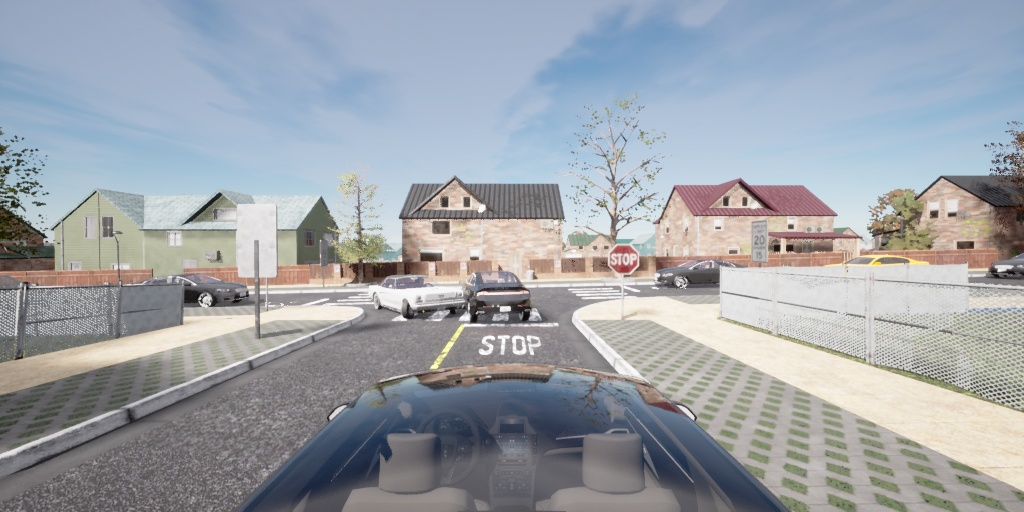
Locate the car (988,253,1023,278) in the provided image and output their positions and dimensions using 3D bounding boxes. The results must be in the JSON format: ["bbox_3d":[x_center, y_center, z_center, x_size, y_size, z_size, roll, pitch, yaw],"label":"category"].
[{"bbox_3d":[29.381,0.478,19.706,4.902,1.511,2.128,-1,1,0],"label":"car"}]

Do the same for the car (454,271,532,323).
[{"bbox_3d":[-0.689,1.243,12.219,2.128,1.511,4.902,0,0,-12],"label":"car"}]

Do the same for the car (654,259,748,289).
[{"bbox_3d":[10.326,0.926,19.630,4.902,1.511,2.128,-1,1,0],"label":"car"}]

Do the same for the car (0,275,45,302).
[{"bbox_3d":[-24.243,1.648,16.528,4.553,1.767,2.097,-1,1,0],"label":"car"}]

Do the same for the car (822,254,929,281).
[{"bbox_3d":[19.757,0.691,19.668,5.008,1.535,1.882,-1,1,-1],"label":"car"}]

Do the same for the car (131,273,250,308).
[{"bbox_3d":[-14.906,1.567,16.571,4.902,1.511,2.128,-1,1,0],"label":"car"}]

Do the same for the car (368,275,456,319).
[{"bbox_3d":[-3.605,1.368,13.078,1.895,1.301,4.718,0,0,-38],"label":"car"}]
